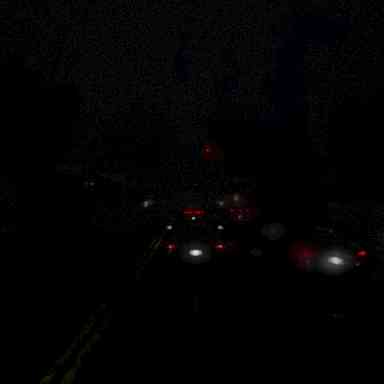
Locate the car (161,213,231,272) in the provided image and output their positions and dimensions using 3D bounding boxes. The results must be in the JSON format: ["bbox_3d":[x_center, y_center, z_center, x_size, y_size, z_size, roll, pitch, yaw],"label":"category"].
[{"bbox_3d":[0.100,1.598,10.919,1.994,1.385,4.181,0,0,0],"label":"car"}]

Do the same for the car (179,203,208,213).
[{"bbox_3d":[0.102,1.580,25.249,1.837,1.490,4.892,0,0,0],"label":"car"}]

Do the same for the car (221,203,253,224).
[{"bbox_3d":[3.352,1.566,25.168,2.128,1.511,4.902,0,0,0],"label":"car"}]

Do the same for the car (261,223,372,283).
[{"bbox_3d":[3.349,1.592,9.743,1.994,1.385,4.181,0,0,0],"label":"car"}]
